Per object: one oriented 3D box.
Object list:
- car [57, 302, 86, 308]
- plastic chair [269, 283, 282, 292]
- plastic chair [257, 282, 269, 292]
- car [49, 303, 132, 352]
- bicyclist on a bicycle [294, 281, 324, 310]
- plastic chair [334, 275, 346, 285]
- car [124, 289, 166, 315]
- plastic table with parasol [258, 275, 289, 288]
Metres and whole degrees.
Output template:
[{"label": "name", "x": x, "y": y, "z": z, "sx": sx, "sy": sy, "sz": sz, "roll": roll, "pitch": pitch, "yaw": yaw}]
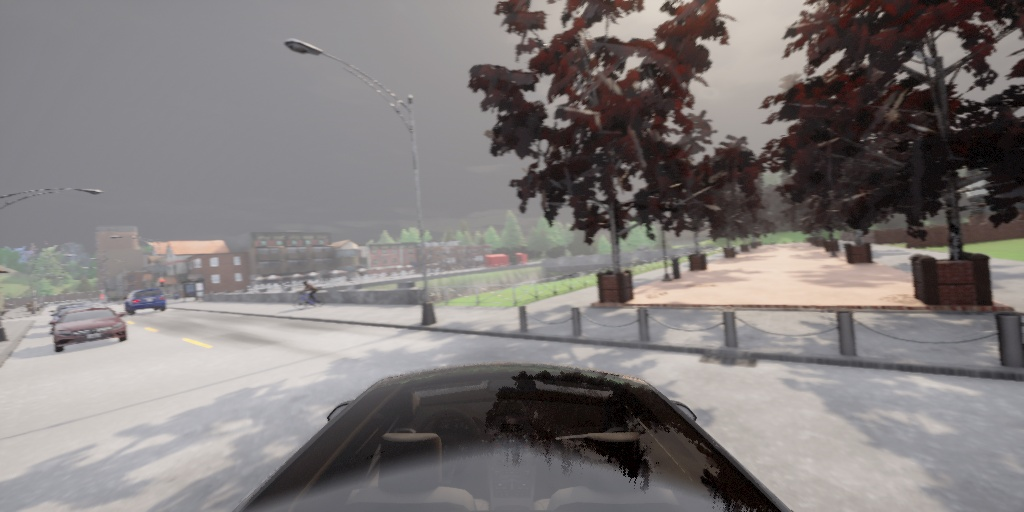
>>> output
[{"label": "car", "x": -25.253, "y": 3.608, "z": 20.866, "sx": 4.674, "sy": 1.442, "sz": 1.812, "roll": -5, "pitch": -1, "yaw": 38}, {"label": "plastic chair", "x": -34.462, "y": 4.638, "z": 52.263, "sx": 0.730, "sy": 1.272, "sz": 0.750, "roll": 0, "pitch": 0, "yaw": 38}, {"label": "plastic chair", "x": -36.236, "y": 4.792, "z": 52.253, "sx": 0.750, "sy": 1.272, "sz": 0.730, "roll": 0, "pitch": 0, "yaw": 38}, {"label": "car", "x": -17.410, "y": 2.882, "z": 14.758, "sx": 4.674, "sy": 1.442, "sz": 1.812, "roll": -5, "pitch": -1, "yaw": 38}, {"label": "bicyclist on a bicycle", "x": -11.727, "y": 2.250, "z": 20.702, "sx": 0.582, "sy": 1.620, "sz": 1.656, "roll": -5, "pitch": -2, "yaw": 38}, {"label": "plastic chair", "x": -27.962, "y": 4.114, "z": 58.213, "sx": 0.730, "sy": 1.272, "sz": 0.750, "roll": 0, "pitch": 0, "yaw": 38}, {"label": "car", "x": -32.285, "y": 3.991, "z": 31.551, "sx": 5.566, "sy": 2.045, "sz": 2.150, "roll": -5, "pitch": -1, "yaw": 38}, {"label": "plastic table with parasol", "x": -35.349, "y": 4.118, "z": 53.170, "sx": 2.482, "sy": 2.480, "sz": 2.482, "roll": 0, "pitch": 0, "yaw": 38}]
